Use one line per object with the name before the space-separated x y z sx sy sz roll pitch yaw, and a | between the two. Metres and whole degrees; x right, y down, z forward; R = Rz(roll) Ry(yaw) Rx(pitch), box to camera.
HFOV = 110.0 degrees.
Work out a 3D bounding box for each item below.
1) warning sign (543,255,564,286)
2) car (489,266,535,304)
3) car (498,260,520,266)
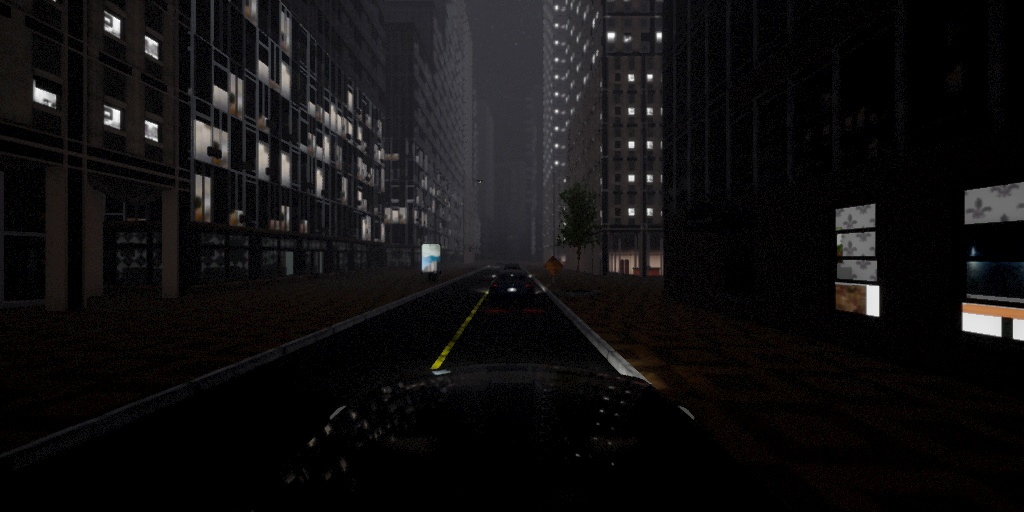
warning sign | 2.517 0.889 21.889 1.300 1.860 1.060 0 0 0
car | 0.000 1.337 16.501 1.994 1.385 4.181 0 0 0
car | 0.000 1.311 31.501 1.837 1.490 4.892 0 0 0
